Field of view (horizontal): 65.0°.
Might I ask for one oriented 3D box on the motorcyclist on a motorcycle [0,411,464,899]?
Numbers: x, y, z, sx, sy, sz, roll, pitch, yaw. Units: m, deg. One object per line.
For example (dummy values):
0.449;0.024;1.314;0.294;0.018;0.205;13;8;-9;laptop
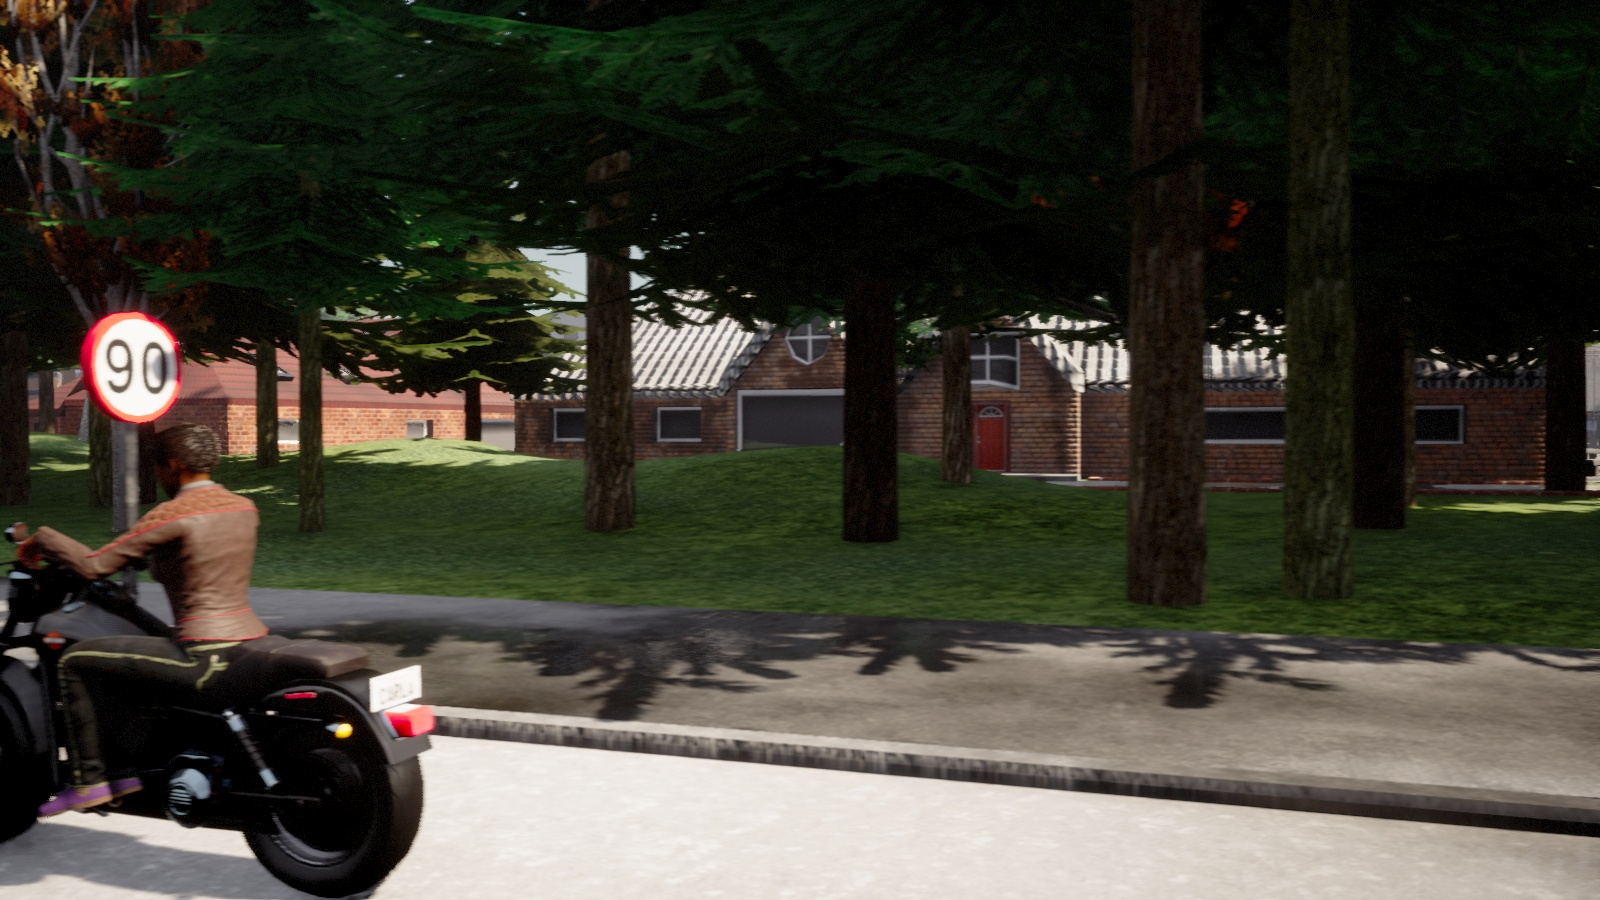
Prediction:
-2.451;0.695;4.544;2.350;1.649;0.766;0;1;19;motorcyclist on a motorcycle
